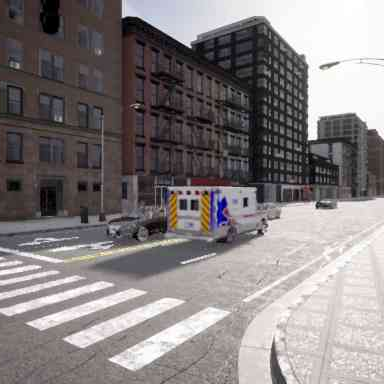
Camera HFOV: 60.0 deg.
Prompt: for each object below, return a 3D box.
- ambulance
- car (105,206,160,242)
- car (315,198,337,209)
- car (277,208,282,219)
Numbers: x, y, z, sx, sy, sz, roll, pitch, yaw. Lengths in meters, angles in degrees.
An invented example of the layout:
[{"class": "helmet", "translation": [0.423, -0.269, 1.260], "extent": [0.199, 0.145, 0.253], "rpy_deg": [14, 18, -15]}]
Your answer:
[{"class": "ambulance", "translation": [1.563, 1.020, 15.812], "extent": [2.351, 2.431, 6.366], "rpy_deg": [0, 0, 36]}, {"class": "car", "translation": [-2.044, 1.475, 16.541], "extent": [2.128, 1.511, 4.902], "rpy_deg": [0, 0, 36]}, {"class": "car", "translation": [17.619, 1.524, 43.630], "extent": [1.994, 1.385, 4.181], "rpy_deg": [0, 0, 36]}, {"class": "car", "translation": [5.692, 1.578, 27.257], "extent": [1.895, 1.301, 4.718], "rpy_deg": [0, 0, 36]}]
